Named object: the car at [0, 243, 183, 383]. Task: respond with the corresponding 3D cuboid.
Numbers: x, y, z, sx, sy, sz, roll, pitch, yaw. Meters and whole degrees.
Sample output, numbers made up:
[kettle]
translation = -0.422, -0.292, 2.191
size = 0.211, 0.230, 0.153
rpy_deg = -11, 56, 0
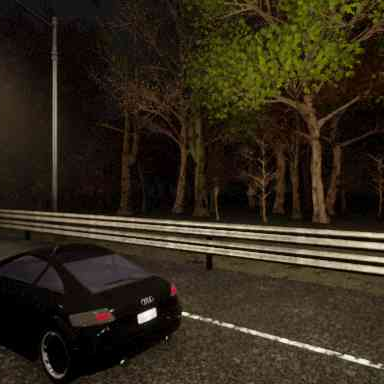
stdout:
[car]
translation = -2.206, 1.565, 5.458
size = 4.181, 1.385, 1.994
rpy_deg = 0, 0, 36
